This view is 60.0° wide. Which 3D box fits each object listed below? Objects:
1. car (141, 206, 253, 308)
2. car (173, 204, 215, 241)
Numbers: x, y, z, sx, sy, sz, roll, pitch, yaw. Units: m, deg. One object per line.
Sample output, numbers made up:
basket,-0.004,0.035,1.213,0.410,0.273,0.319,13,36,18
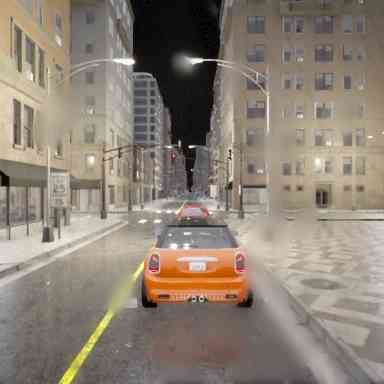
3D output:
car,0.094,1.352,8.091,2.097,1.767,4.553,0,0,0
car,0.094,1.476,17.691,1.882,1.535,5.008,0,0,0
